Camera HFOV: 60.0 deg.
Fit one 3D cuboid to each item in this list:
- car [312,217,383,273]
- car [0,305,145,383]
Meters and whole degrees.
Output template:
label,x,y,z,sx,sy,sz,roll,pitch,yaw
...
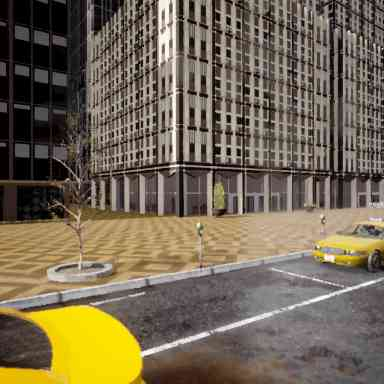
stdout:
label,x,y,z,sx,sy,sz,roll,pitch,yaw
car,5.799,1.526,10.687,4.829,1.417,1.752,0,0,-35
car,-2.611,1.478,1.518,5.008,1.535,1.882,0,0,-35
